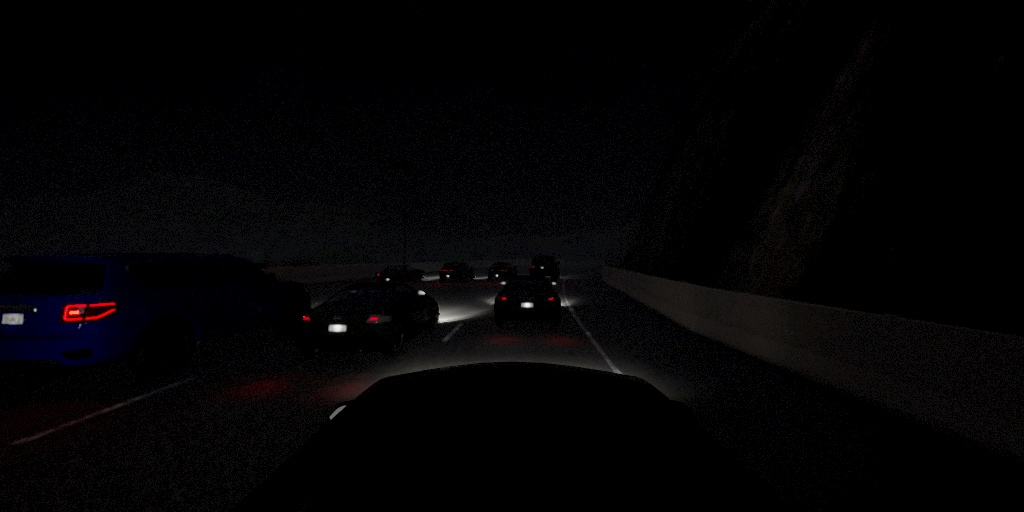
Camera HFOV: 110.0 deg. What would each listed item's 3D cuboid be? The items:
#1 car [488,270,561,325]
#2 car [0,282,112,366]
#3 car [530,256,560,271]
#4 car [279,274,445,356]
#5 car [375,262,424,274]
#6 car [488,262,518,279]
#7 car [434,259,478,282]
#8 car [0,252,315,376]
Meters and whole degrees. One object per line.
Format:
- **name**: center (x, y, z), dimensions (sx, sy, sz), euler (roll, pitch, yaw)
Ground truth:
- **car**: center (0.542, 1.322, 11.856), dimensions (1.994, 1.385, 4.181), euler (0, 0, 4)
- **car**: center (-10.232, 1.290, 6.151), dimensions (1.994, 1.385, 4.181), euler (0, 0, 2)
- **car**: center (2.789, 0.997, 30.145), dimensions (2.150, 2.045, 5.566), euler (0, 0, 10)
- **car**: center (-3.150, 1.310, 8.644), dimensions (1.994, 1.385, 4.181), euler (0, 0, 2)
- **car**: center (-8.339, 1.345, 27.182), dimensions (1.895, 1.301, 4.718), euler (0, 0, 8)
- **car**: center (-0.743, 1.271, 30.123), dimensions (1.837, 1.490, 4.892), euler (0, 0, 10)
- **car**: center (-4.424, 1.261, 29.357), dimensions (1.837, 1.490, 4.892), euler (0, 0, 10)
- **car**: center (-6.721, 0.957, 7.580), dimensions (2.150, 2.045, 5.566), euler (0, 0, 2)
